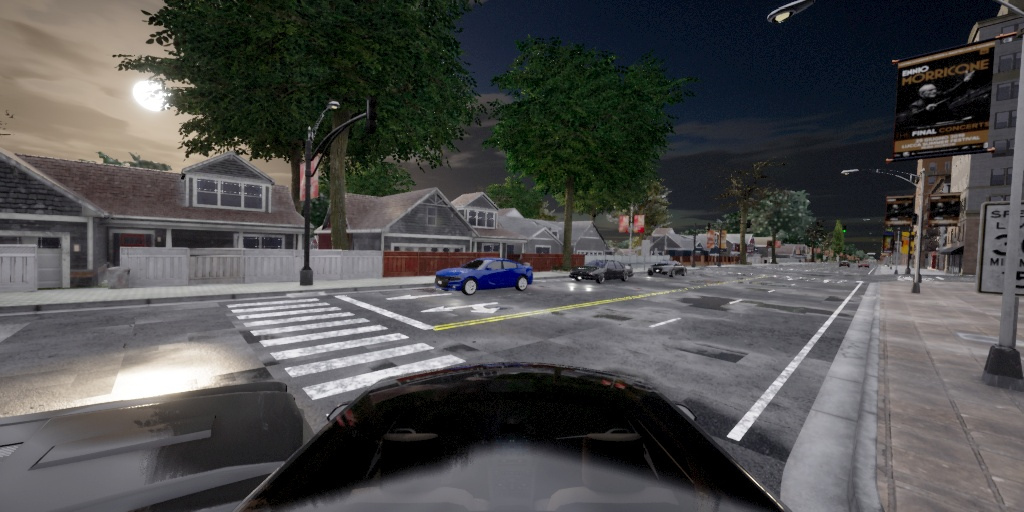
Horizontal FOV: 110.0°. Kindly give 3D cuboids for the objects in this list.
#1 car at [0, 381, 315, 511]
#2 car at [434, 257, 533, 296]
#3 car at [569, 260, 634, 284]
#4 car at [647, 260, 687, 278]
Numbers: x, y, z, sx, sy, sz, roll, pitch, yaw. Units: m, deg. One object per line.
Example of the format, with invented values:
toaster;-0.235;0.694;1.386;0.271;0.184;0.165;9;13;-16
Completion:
car;-3.308;1.294;1.244;4.718;1.301;1.895;1;2;-34
car;-1.159;0.825;16.437;5.008;1.535;1.882;0;2;-44
car;5.986;0.944;23.378;5.357;1.411;2.033;0;2;-44
car;13.163;1.014;30.321;4.181;1.385;1.994;0;2;-45
